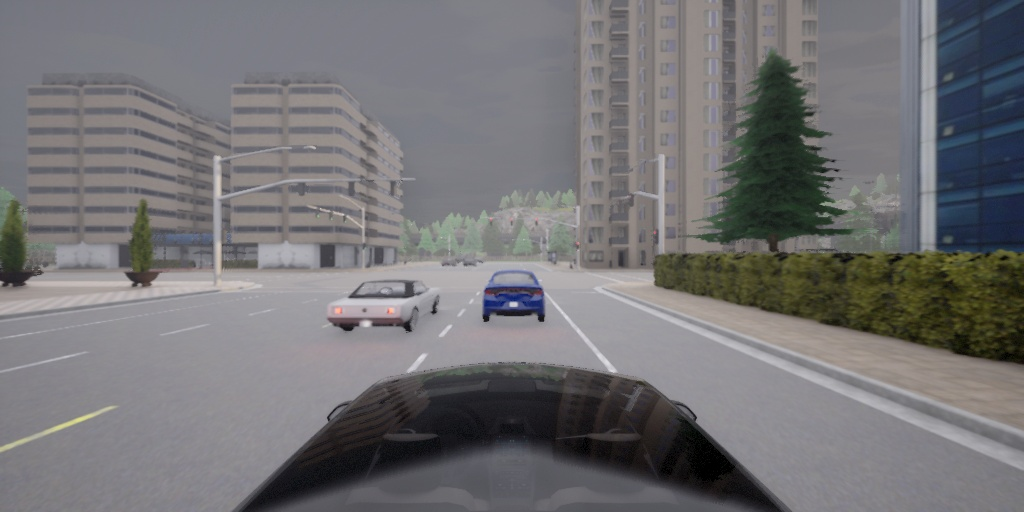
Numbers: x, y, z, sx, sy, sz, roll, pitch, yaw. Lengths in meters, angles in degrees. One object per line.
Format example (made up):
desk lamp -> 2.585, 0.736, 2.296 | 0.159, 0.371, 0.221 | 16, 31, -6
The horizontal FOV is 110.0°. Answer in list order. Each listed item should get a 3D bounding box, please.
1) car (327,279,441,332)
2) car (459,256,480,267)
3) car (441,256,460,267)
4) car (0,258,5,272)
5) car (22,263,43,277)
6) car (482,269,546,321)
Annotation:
car -> -3.442, 1.323, 10.725 | 1.895, 1.301, 4.718 | 0, 0, 1
car -> -7.024, 1.118, 60.016 | 2.033, 1.411, 5.357 | 0, 0, 1
car -> -10.530, 1.134, 60.011 | 1.994, 1.385, 4.181 | 0, 0, 1
car -> -43.717, 1.158, 28.081 | 4.902, 1.511, 2.128 | 0, 0, 1
car -> -44.604, 1.006, 31.599 | 4.553, 1.767, 2.097 | 0, 0, 1
car -> 0.065, 1.196, 12.330 | 1.882, 1.535, 5.008 | 0, 0, 0
